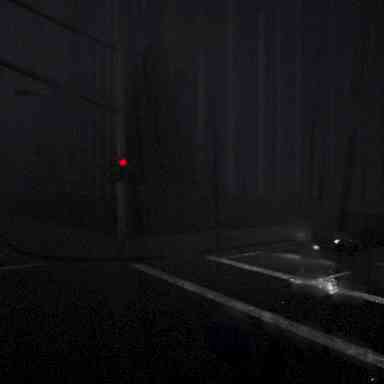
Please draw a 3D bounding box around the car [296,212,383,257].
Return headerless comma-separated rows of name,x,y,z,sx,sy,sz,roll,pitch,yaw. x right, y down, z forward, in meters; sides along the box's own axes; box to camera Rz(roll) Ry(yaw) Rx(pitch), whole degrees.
car,6.384,1.498,12.886,5.357,1.411,2.033,0,0,-36
